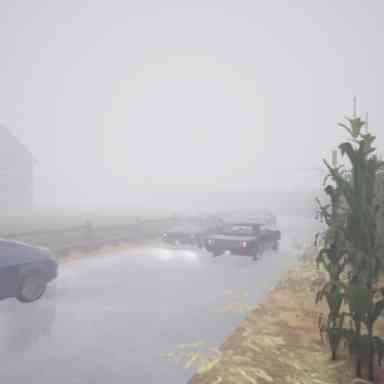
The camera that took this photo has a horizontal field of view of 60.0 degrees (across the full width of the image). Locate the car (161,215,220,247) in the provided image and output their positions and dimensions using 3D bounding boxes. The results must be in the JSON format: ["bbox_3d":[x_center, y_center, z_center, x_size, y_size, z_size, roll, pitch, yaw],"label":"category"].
[{"bbox_3d":[0.493,1.944,17.334,2.033,1.411,5.357,0,-1,26],"label":"car"}]

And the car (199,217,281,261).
[{"bbox_3d":[2.315,1.942,13.947,1.895,1.301,4.718,0,-1,28],"label":"car"}]

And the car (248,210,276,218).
[{"bbox_3d":[5.964,2.268,28.594,1.994,1.385,4.181,0,-1,26],"label":"car"}]

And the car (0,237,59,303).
[{"bbox_3d":[-4.776,1.622,6.402,1.812,1.442,4.674,0,-2,26],"label":"car"}]
